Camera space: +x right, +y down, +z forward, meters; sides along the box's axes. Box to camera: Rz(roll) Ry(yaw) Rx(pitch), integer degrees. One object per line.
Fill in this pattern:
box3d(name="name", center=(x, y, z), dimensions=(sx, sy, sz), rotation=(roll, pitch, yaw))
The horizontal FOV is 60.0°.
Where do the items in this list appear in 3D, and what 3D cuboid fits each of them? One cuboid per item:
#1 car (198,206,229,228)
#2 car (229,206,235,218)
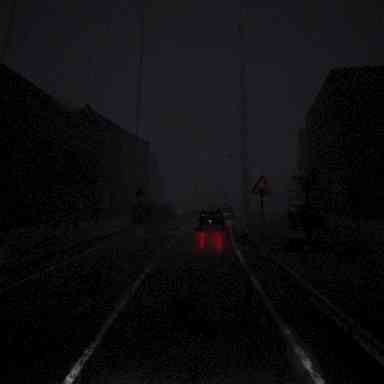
box3d(name="car", center=(1.546, 1.925, 25.211), dimensions=(2.128, 1.511, 4.902), rotation=(-1, -3, 6))
box3d(name="car", center=(4.423, 2.472, 42.658), dimensions=(2.128, 1.511, 4.902), rotation=(-1, -2, 12))
